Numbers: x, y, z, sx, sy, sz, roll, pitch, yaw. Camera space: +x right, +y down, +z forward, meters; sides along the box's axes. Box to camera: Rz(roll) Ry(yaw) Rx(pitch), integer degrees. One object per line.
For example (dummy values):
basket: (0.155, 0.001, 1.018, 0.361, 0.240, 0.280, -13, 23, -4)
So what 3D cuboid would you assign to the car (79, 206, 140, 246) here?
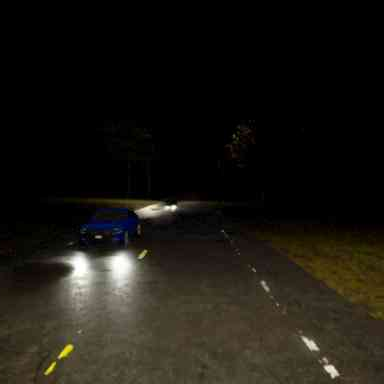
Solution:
car: (-3.604, 1.461, 15.321, 1.882, 1.535, 5.008, 0, 0, 0)

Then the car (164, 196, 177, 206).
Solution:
car: (-3.578, 1.471, 56.003, 2.128, 1.511, 4.902, 0, 0, 0)
